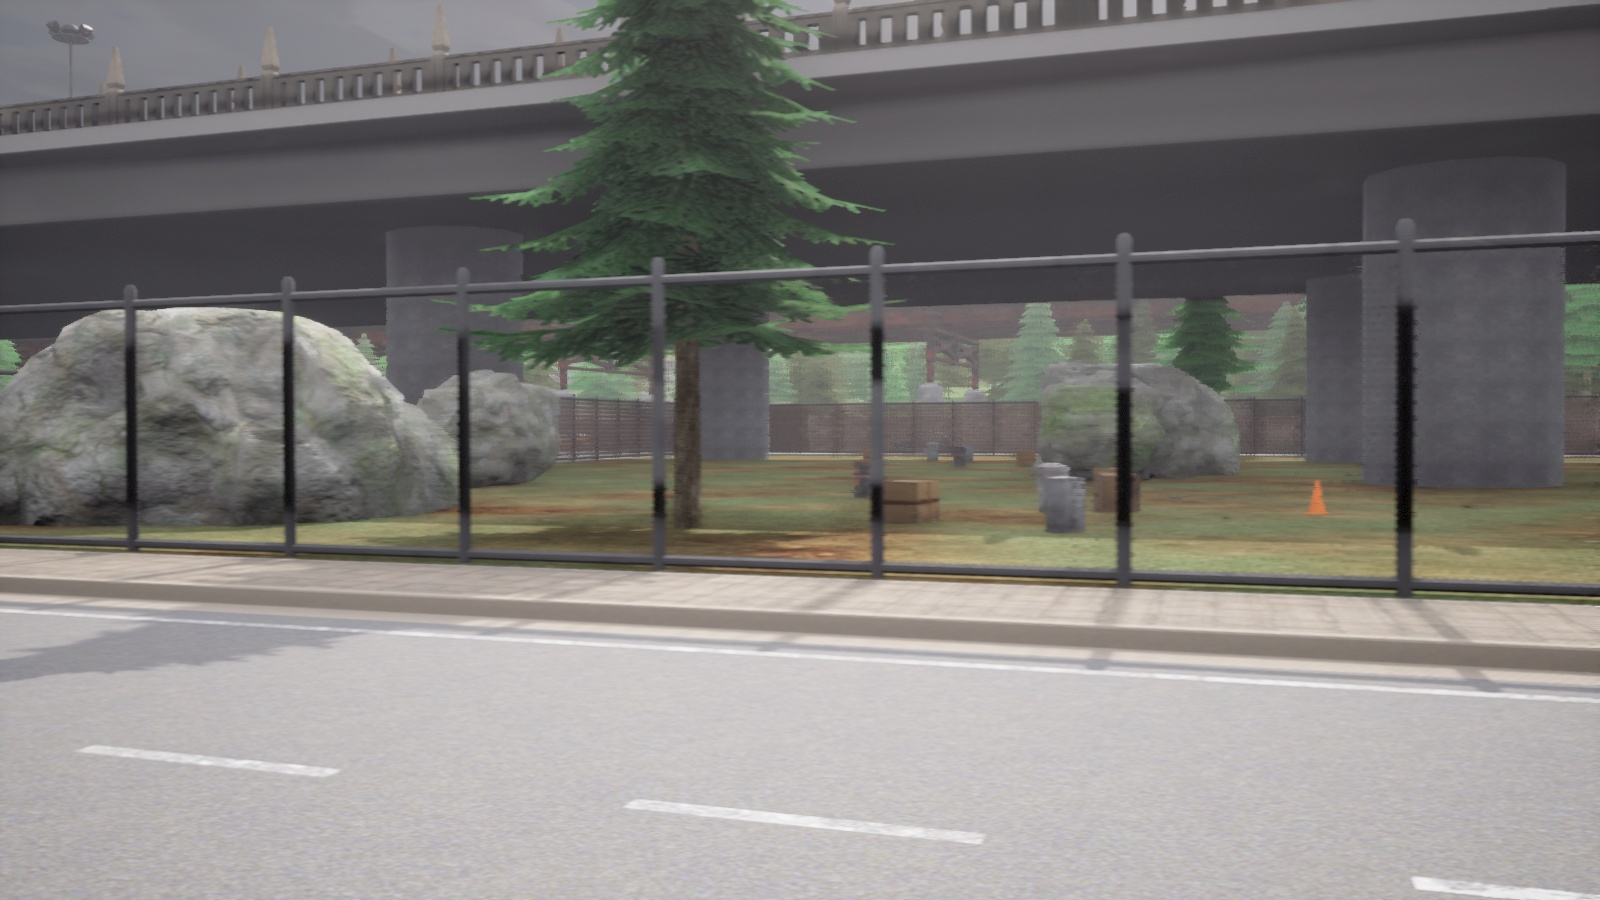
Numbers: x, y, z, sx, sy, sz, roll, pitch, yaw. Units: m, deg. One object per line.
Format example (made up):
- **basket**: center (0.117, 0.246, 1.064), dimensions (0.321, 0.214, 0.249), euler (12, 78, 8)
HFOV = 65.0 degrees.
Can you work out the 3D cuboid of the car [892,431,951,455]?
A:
- **car**: center (8.262, -0.476, 85.415), dimensions (3.705, 1.549, 1.789), euler (1, 1, 19)
